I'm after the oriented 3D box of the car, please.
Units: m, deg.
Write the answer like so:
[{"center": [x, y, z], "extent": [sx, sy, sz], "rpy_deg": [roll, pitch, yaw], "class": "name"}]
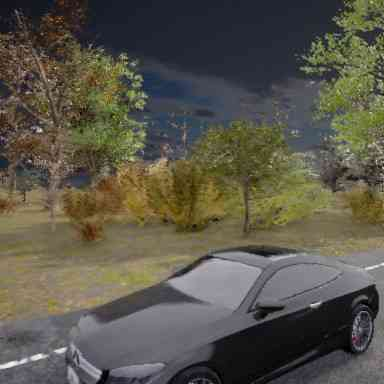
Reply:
[{"center": [0.762, 1.519, 4.534], "extent": [4.674, 1.442, 1.812], "rpy_deg": [0, 0, -35], "class": "car"}]
